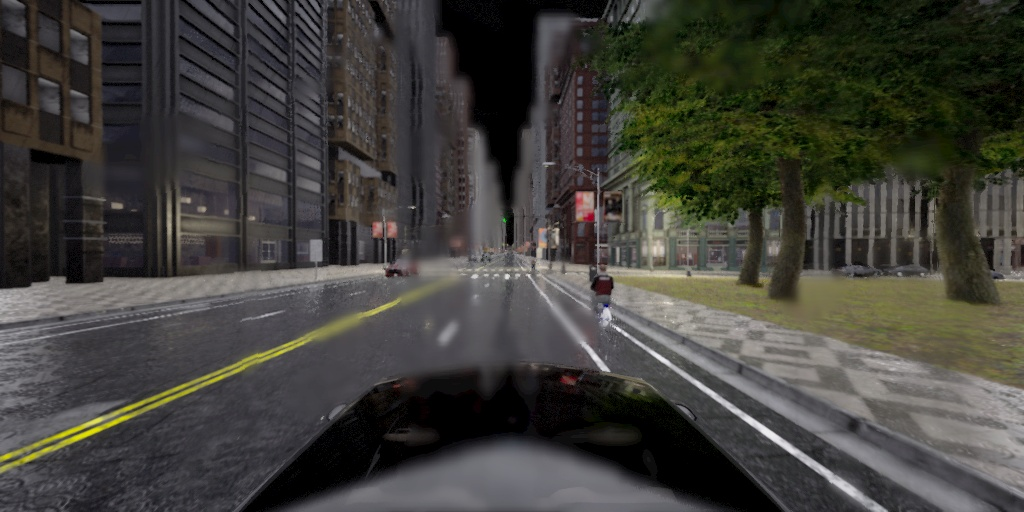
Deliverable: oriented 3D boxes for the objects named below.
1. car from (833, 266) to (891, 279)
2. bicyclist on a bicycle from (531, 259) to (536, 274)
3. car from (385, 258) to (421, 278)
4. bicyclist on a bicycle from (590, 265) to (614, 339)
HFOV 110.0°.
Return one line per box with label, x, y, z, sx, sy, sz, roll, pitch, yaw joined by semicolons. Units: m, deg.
car;39.861;1.860;41.305;4.902;1.511;2.128;1;0;-1
bicyclist on a bicycle;2.268;1.142;38.220;0.582;1.620;1.656;1;0;0
car;-9.767;1.031;32.354;2.097;1.767;4.553;0;0;0
bicyclist on a bicycle;2.249;1.098;9.091;0.659;1.776;1.843;0;0;0
